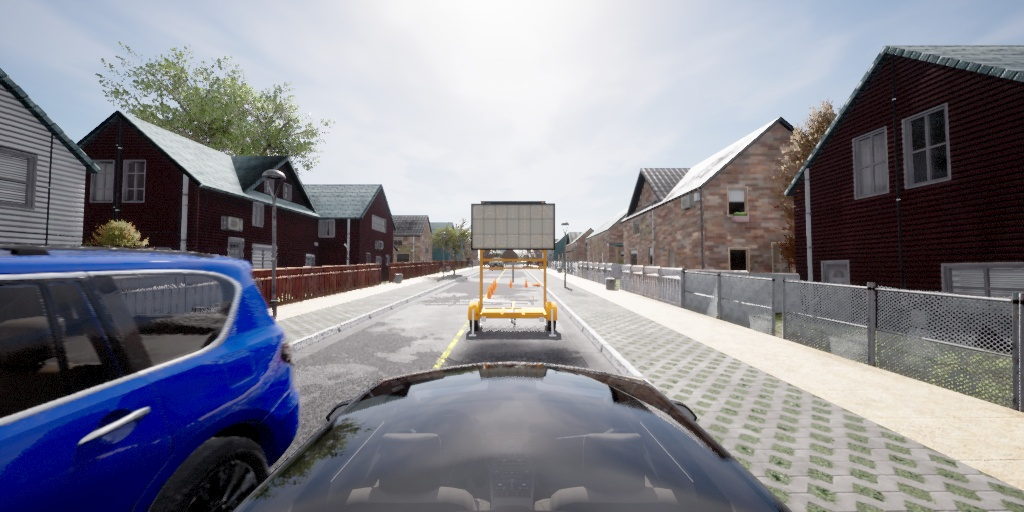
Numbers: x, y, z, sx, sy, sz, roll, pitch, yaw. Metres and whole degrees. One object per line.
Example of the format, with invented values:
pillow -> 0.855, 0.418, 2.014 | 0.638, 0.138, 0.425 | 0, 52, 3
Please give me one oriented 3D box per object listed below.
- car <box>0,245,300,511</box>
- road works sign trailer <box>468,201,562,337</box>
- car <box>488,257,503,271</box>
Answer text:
car -> -2.751, 0.970, 0.541 | 2.150, 2.045, 5.566 | 0, 0, 0
road works sign trailer -> 0.034, 0.226, 10.362 | 2.380, 3.560, 2.880 | 0, 0, 1
car -> -2.525, 1.244, 57.018 | 2.150, 2.045, 5.566 | 0, -1, 0
